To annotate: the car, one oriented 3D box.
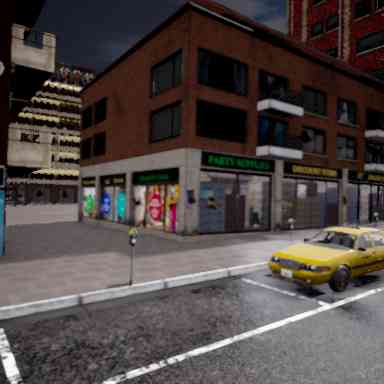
[{"bbox_3d":[4.144,1.554,9.030,4.829,1.417,1.752,0,2,-35],"label":"car"}]
